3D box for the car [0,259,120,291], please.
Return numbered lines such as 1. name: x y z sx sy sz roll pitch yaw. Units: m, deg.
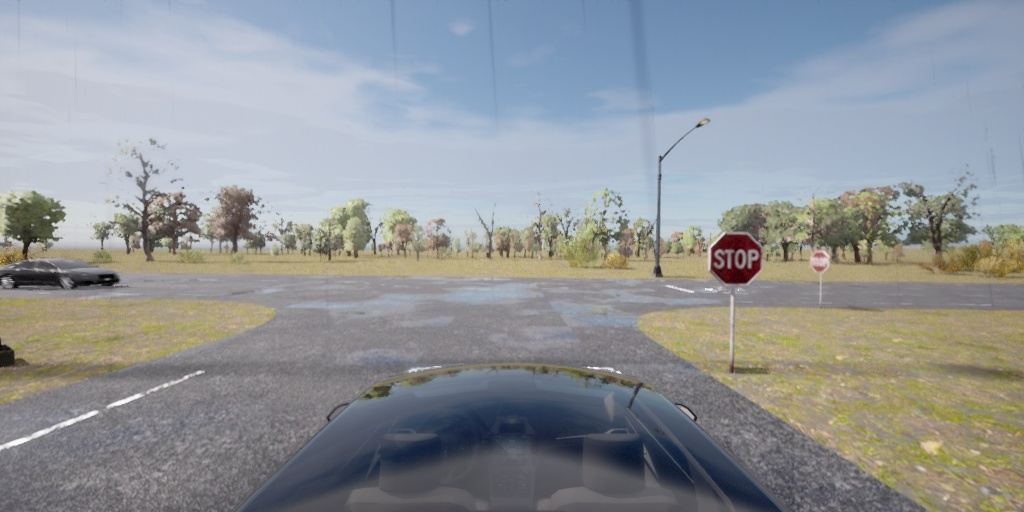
1. car: -22.999 0.906 18.244 4.892 1.490 1.837 1 1 0
